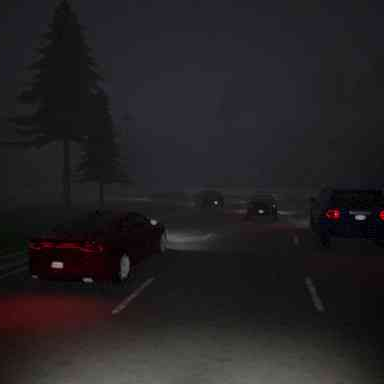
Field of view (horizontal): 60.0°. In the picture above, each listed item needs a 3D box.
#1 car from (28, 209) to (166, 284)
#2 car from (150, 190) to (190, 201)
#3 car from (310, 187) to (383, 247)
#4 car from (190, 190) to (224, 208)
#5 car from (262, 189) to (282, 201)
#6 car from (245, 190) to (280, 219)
[{"bbox_3d":[-2.126,1.197,8.905,1.882,1.535,5.008,0,2,11],"label":"car"},{"bbox_3d":[-2.626,0.372,39.543,4.718,1.301,1.895,1,2,24],"label":"car"},{"bbox_3d":[5.997,0.812,13.078,2.150,2.045,5.566,0,2,15],"label":"car"},{"bbox_3d":[1.510,0.563,30.306,1.837,1.490,4.892,1,1,-12],"label":"car"},{"bbox_3d":[7.362,0.458,34.351,1.812,1.442,4.674,0,2,-23],"label":"car"},{"bbox_3d":[4.504,0.865,21.204,1.812,1.442,4.674,0,2,14],"label":"car"}]
